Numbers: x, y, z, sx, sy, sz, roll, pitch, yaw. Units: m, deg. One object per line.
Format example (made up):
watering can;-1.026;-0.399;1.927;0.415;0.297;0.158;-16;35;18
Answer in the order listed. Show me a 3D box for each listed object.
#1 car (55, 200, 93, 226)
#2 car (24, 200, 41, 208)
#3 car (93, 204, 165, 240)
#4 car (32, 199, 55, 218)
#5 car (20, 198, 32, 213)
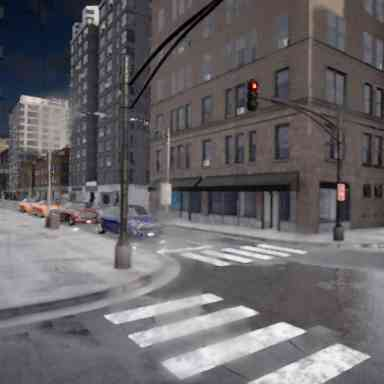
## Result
car;-8.599;1.538;25.420;2.097;1.767;4.553;1;-1;-36
car;-26.791;1.950;55.800;1.895;1.301;4.718;1;-1;-35
car;-3.383;1.506;18.149;2.097;1.767;4.553;1;-1;-38
car;-14.216;1.572;33.277;2.097;1.767;4.553;1;-1;-35
car;-19.844;1.605;41.141;2.097;1.767;4.553;1;-1;-35
